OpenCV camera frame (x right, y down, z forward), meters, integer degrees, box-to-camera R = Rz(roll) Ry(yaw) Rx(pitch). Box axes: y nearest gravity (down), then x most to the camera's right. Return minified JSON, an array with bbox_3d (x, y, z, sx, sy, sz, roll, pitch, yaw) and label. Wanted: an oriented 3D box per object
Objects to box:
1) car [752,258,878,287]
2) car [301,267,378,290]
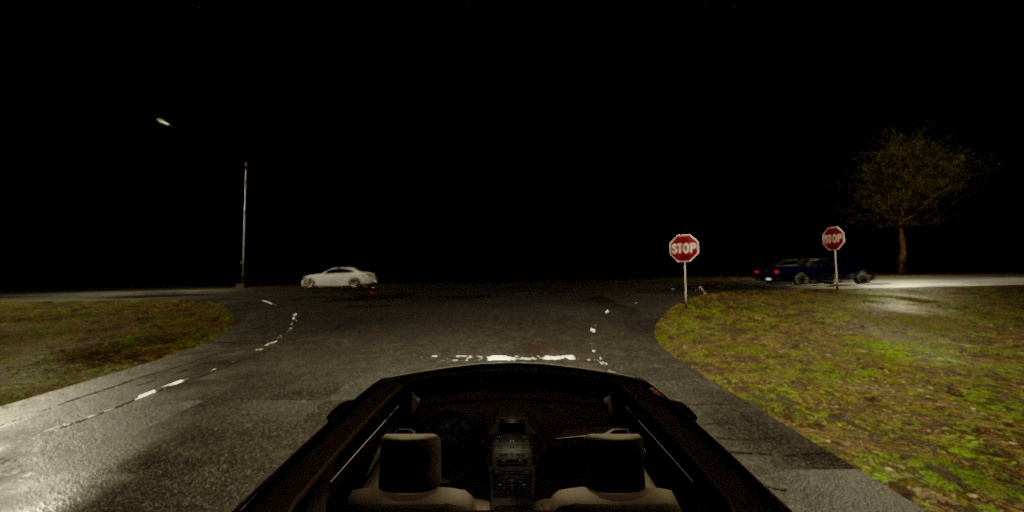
[{"bbox_3d":[14.431,0.757,17.187,4.718,1.301,1.895,-1,-3,-2],"label":"car"},{"bbox_3d":[-11.316,1.453,23.661,4.674,1.442,1.812,-1,-3,0],"label":"car"}]
